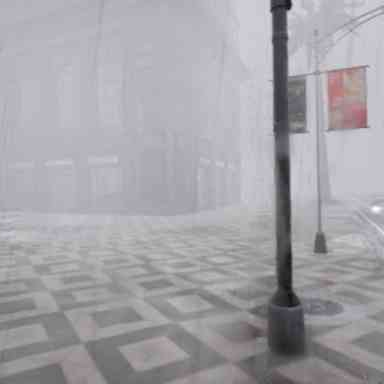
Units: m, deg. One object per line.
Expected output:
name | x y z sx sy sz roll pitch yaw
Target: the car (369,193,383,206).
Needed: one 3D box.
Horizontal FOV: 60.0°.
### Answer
car | 20.781 0.789 36.767 1.895 1.301 4.718 -1 1 23
